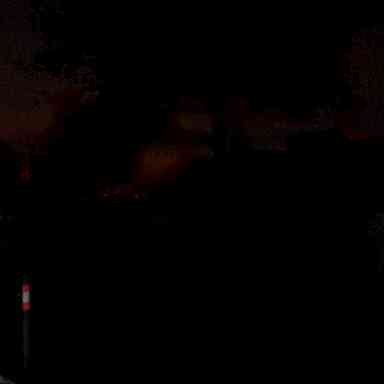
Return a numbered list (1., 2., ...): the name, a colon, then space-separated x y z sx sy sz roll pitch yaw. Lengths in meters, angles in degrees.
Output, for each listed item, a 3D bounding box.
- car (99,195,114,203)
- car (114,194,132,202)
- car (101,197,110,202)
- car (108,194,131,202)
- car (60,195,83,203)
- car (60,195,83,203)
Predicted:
1. car: -19.823 1.787 75.549 1.994 1.385 4.181 -1 -1 -2
2. car: -17.556 1.662 83.717 4.553 1.767 2.185 0 -1 -19
3. car: -22.136 1.899 85.076 1.994 1.385 4.181 0 -1 -19
4. car: -19.485 1.668 89.350 5.566 2.045 2.435 0 -1 -19
5. car: -29.809 1.676 81.810 5.566 2.045 2.435 0 -1 -19
6. car: -31.579 1.801 86.976 5.566 2.045 2.435 0 -1 -19
